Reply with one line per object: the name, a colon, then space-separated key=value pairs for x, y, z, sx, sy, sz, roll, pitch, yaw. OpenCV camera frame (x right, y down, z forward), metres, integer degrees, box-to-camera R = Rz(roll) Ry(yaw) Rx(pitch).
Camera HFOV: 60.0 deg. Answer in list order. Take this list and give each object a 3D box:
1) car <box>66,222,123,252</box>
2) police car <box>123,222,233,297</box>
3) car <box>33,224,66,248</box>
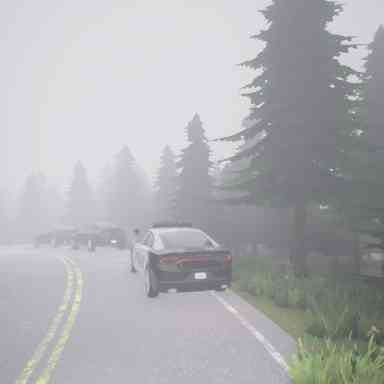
car: x=-5.397 y=2.504 z=18.950 sx=1.837 sy=1.490 sz=4.892 roll=1 pitch=-6 yaw=-36
police car: x=-0.598 y=1.667 z=9.422 sx=1.930 sy=1.638 sz=5.238 roll=1 pitch=-3 yaw=-18
car: x=-9.651 y=3.101 z=23.822 sx=5.008 sy=1.535 sz=1.882 roll=-8 pitch=-7 yaw=43
